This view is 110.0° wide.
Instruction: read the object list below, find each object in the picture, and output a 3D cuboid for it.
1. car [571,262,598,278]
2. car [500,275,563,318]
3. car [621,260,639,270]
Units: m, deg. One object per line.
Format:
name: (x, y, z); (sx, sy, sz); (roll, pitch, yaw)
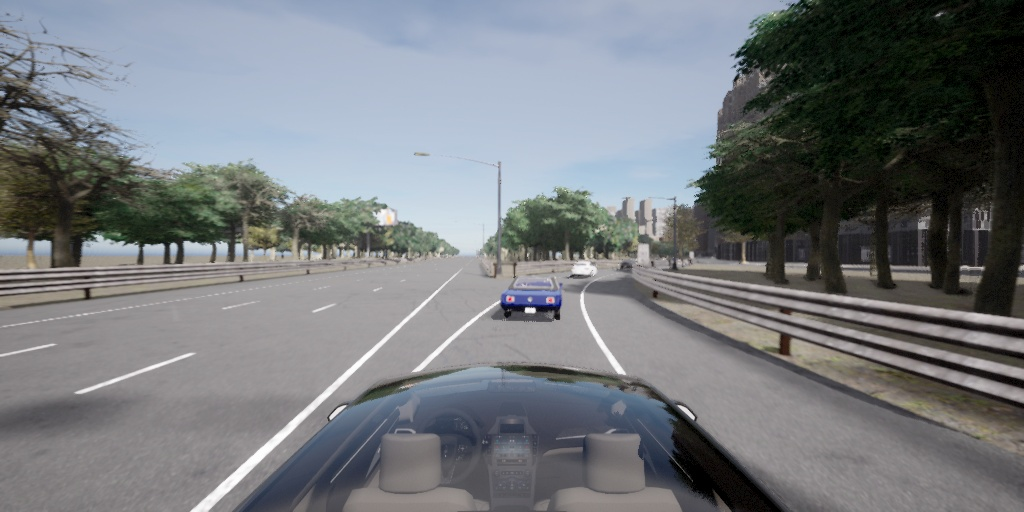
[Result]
car: (6.859, 1.263, 34.012); (1.812, 1.442, 4.674); (0, 0, 23)
car: (0.886, 1.340, 12.952); (1.895, 1.301, 4.718); (0, 0, 9)
car: (17.330, 1.253, 52.162); (1.837, 1.490, 4.892); (0, 0, 37)
